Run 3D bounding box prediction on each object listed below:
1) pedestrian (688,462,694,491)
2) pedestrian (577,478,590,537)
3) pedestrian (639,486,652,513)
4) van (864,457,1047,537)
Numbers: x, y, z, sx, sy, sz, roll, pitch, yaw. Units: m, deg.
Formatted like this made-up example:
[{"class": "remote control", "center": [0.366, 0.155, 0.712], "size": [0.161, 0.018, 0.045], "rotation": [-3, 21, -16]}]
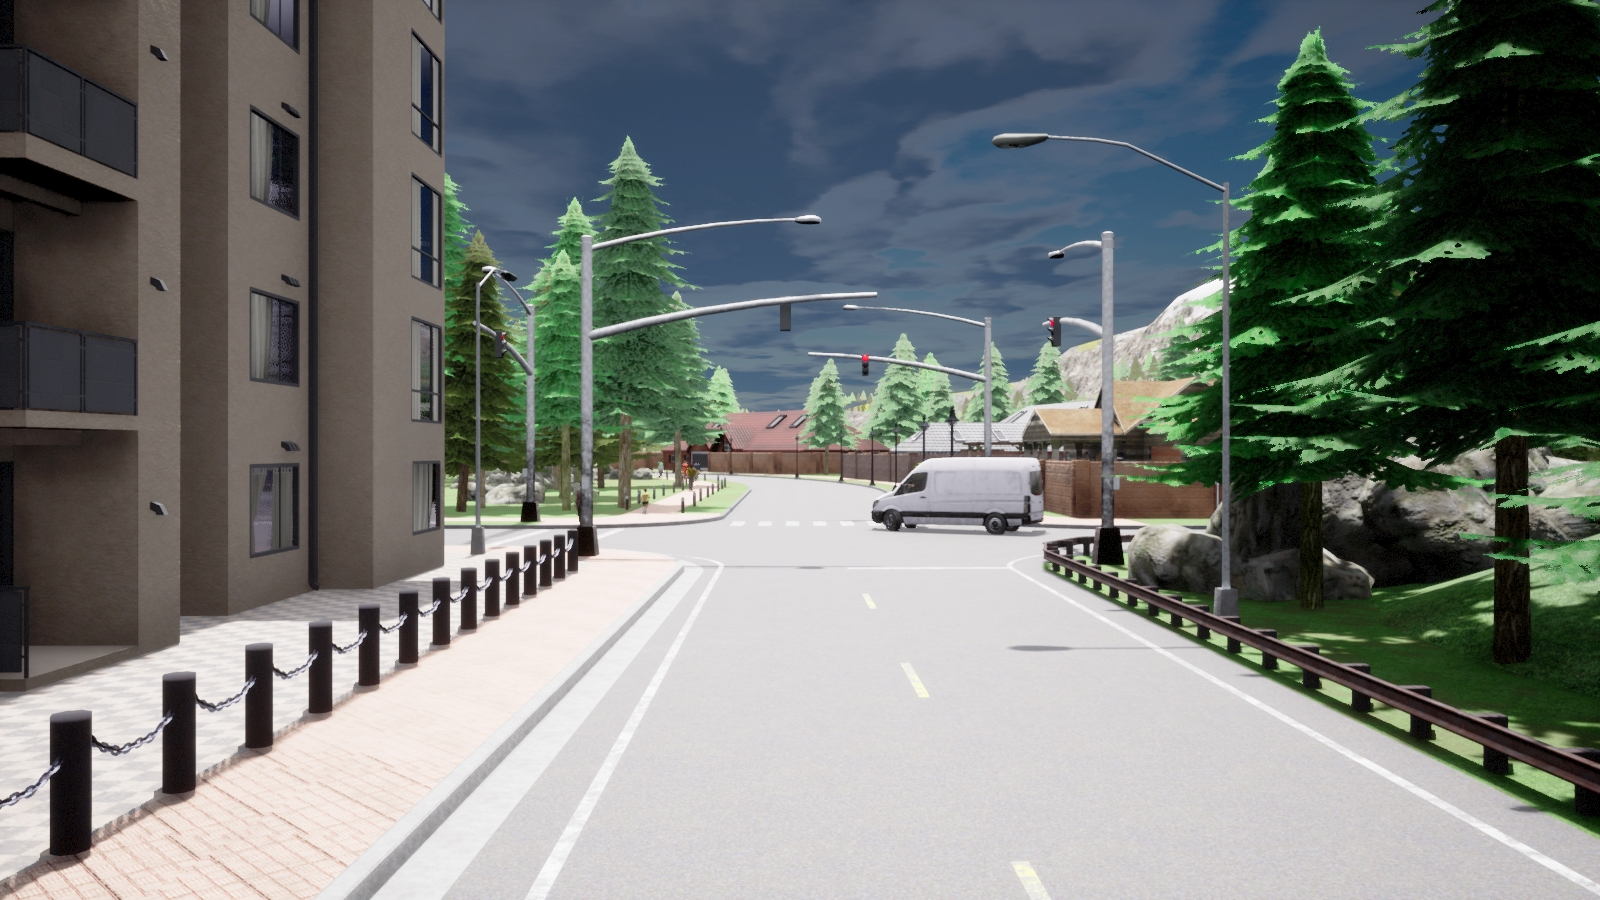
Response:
[{"class": "pedestrian", "center": [-6.934, 1.707, 72.854], "size": [0.375, 1.860, 0.375], "rotation": [0, 0, -1]}, {"class": "pedestrian", "center": [-7.003, 1.852, 36.947], "size": [0.375, 1.860, 0.375], "rotation": [0, 0, -4]}, {"class": "pedestrian", "center": [-6.437, 2.072, 47.532], "size": [0.500, 1.100, 0.500], "rotation": [0, 0, -2]}, {"class": "van", "center": [5.326, 1.532, 39.402], "size": [5.915, 2.561, 1.988], "rotation": [0, 0, 26]}]
